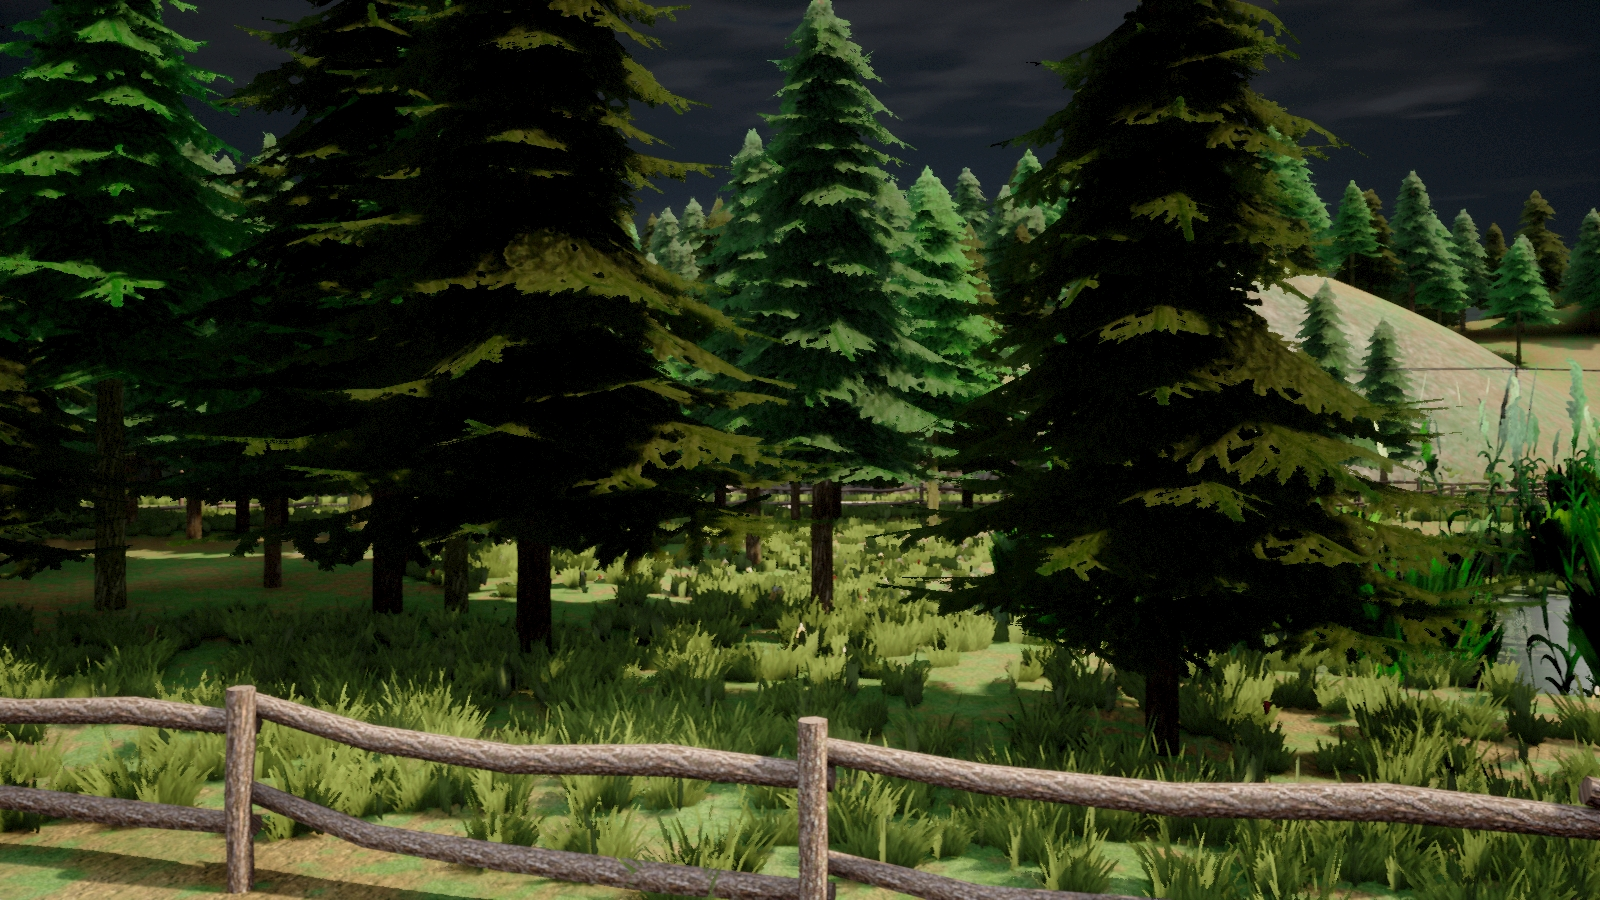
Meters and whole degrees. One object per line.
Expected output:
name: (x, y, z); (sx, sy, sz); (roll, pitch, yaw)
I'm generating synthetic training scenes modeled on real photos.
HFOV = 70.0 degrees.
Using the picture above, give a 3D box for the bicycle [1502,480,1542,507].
bicycle: (35.812, 2.158, 56.680); (1.487, 1.276, 0.859); (0, 0, 8)
